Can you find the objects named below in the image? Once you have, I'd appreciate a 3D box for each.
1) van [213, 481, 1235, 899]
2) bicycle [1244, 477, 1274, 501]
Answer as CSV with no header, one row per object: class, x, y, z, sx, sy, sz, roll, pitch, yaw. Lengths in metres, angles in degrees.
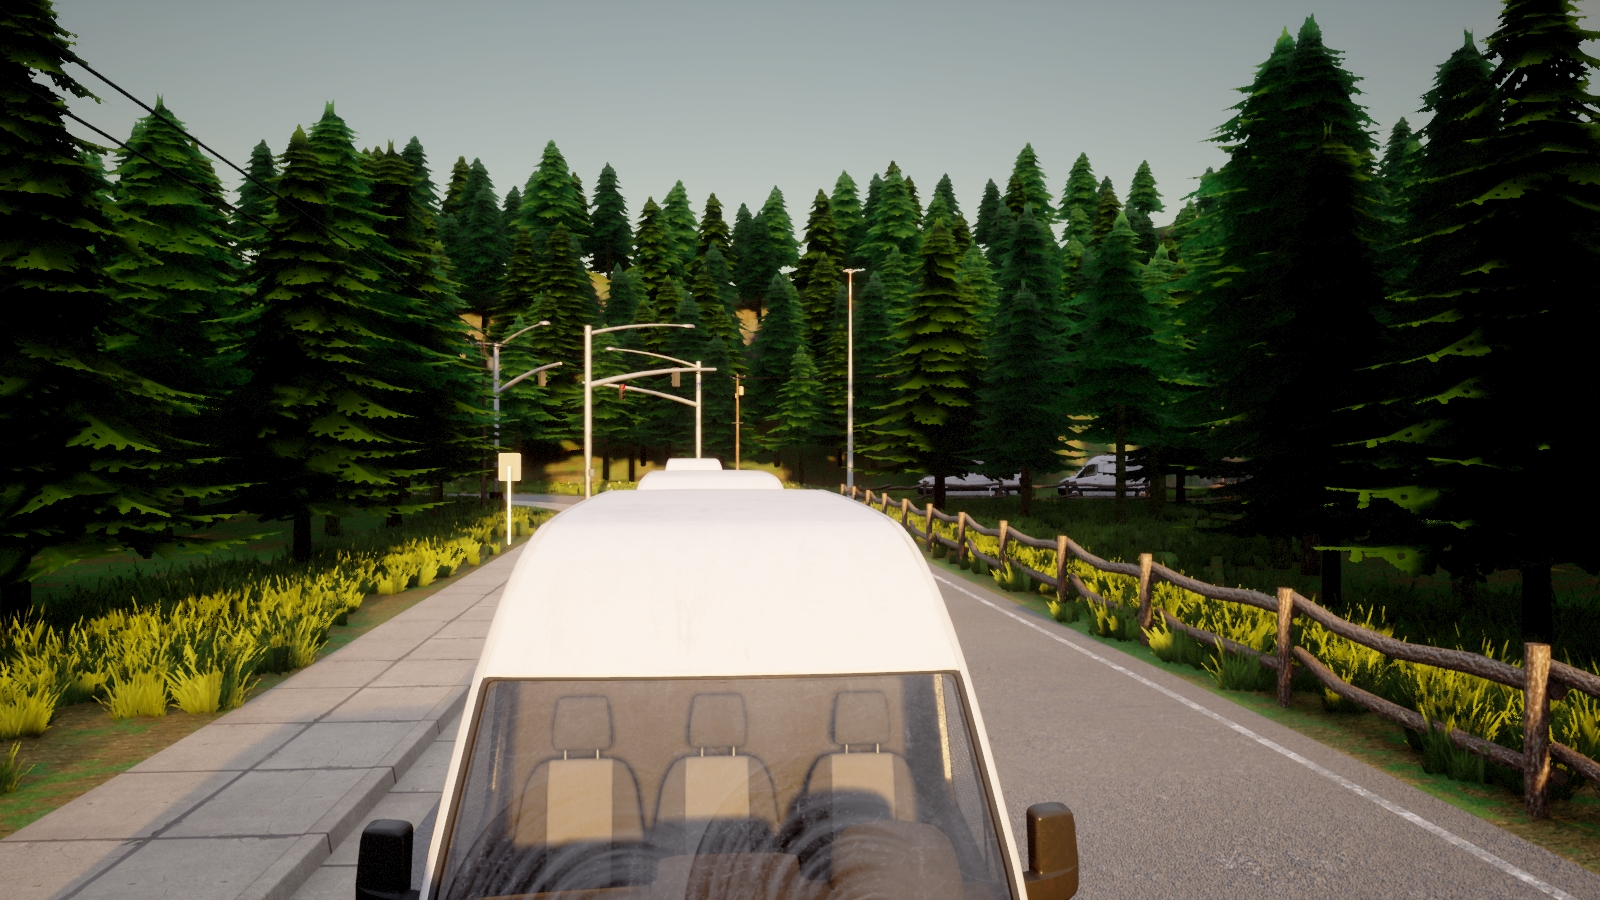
van,-0.351,1.499,5.176,1.988,2.561,5.915,0,0,-5
bicycle,25.293,2.158,62.956,1.487,1.276,0.859,0,0,27
